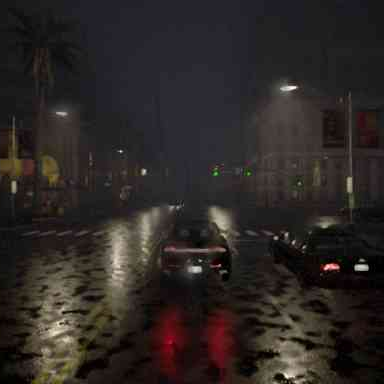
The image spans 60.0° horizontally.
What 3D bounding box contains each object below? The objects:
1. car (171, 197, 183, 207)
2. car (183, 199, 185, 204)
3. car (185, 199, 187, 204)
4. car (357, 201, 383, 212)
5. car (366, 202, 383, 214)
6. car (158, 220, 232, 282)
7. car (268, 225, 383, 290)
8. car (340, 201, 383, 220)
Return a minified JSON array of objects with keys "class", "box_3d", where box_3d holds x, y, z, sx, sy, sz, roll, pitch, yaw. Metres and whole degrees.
[{"class":"car","box_3d":[-3.480,2.359,70.222,2.033,1.411,5.357,0,-1,0]},{"class":"car","box_3d":[-3.477,2.163,80.364,2.150,2.045,5.566,0,-1,0]},{"class":"car","box_3d":[-2.544,2.533,90.508,1.882,1.535,5.008,0,-1,10]},{"class":"car","box_3d":[26.051,2.021,46.582,5.008,1.535,1.882,0,-1,0]},{"class":"car","box_3d":[25.431,2.007,43.072,4.892,1.490,1.837,0,-1,0]},{"class":"car","box_3d":[0.077,1.611,10.128,2.128,1.511,4.902,0,-1,0]},{"class":"car","box_3d":[3.574,1.659,9.457,2.033,1.411,5.357,0,-1,1]},{"class":"car","box_3d":[16.522,1.857,31.337,4.902,1.511,2.128,0,-1,0]}]
